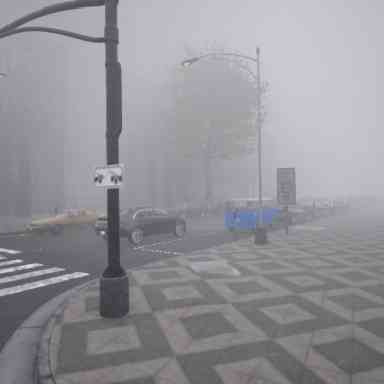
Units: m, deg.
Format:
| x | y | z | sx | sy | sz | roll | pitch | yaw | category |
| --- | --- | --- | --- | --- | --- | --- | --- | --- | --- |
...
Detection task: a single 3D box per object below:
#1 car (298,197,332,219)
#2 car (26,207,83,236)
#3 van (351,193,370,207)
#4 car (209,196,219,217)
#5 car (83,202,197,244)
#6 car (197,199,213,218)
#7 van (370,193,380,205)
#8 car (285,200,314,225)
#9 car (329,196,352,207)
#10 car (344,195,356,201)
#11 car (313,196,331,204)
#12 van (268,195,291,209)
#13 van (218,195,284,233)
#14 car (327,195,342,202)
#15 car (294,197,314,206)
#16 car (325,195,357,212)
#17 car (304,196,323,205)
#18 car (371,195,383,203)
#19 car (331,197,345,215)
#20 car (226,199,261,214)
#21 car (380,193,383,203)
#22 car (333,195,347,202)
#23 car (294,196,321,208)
| x | y | z | sx | sy | sz | roll | pitch | yaw | category |
| --- | --- | --- | --- | --- | --- | --- | --- | --- | --- |
| 9.698 | 1.386 | 27.185 | 1.887 | 1.381 | 4.507 | -1 | 0 | 36 | car |
| -6.802 | 1.564 | 18.862 | 1.752 | 1.417 | 4.829 | -1 | 0 | 36 | car |
| 22.344 | 1.128 | 44.761 | 1.690 | 1.788 | 3.998 | -1 | 0 | 36 | van |
| 2.569 | 1.307 | 31.878 | 2.192 | 1.841 | 5.009 | -1 | 0 | 36 | car |
| -2.186 | 1.429 | 15.408 | 2.128 | 1.511 | 4.902 | -1 | -1 | 36 | car |
| -0.517 | 1.552 | 27.584 | 1.887 | 1.381 | 4.507 | -1 | 0 | 36 | car |
| 28.668 | 1.103 | 53.549 | 1.690 | 1.788 | 3.998 | -1 | -1 | 36 | van |
| 6.536 | 1.422 | 22.792 | 1.947 | 1.339 | 4.313 | -1 | 0 | 36 | car |
| 21.784 | 1.376 | 48.710 | 2.033 | 1.411 | 5.357 | -1 | -1 | 36 | car |
| 39.508 | 1.402 | 83.195 | 2.008 | 1.369 | 4.403 | -1 | -1 | 36 | car |
| 24.200 | 1.454 | 61.926 | 2.008 | 1.369 | 4.403 | -1 | -1 | 36 | car |
| 11.838 | 1.293 | 44.756 | 1.690 | 1.788 | 3.998 | -1 | 0 | 36 | van |
| 3.371 | 1.213 | 18.400 | 1.690 | 1.788 | 3.998 | -1 | 0 | 36 | van |
| 29.967 | 1.433 | 69.939 | 2.008 | 1.369 | 4.403 | -1 | -1 | 36 | car |
| 18.020 | 1.492 | 53.340 | 1.947 | 1.339 | 4.313 | -1 | 0 | 36 | car |
| 16.022 | 1.364 | 35.973 | 2.008 | 1.369 | 4.403 | -1 | 0 | 36 | car |
| 21.011 | 1.440 | 57.495 | 1.752 | 1.417 | 4.829 | -1 | -1 | 36 | car |
| 34.996 | 1.304 | 62.334 | 1.947 | 1.339 | 4.313 | -1 | -1 | 36 | car |
| 12.861 | 1.409 | 31.579 | 1.802 | 1.307 | 4.206 | -1 | 0 | 36 | car |
| 5.662 | 1.529 | 36.170 | 2.008 | 1.369 | 4.403 | -1 | 0 | 36 | car |
| 31.932 | 1.275 | 58.079 | 1.752 | 1.417 | 4.829 | -1 | -1 | 36 | car |
| 33.147 | 1.416 | 74.357 | 1.887 | 1.381 | 4.507 | -1 | -1 | 36 | car |
| 15.942 | 1.387 | 45.730 | 2.128 | 1.511 | 4.902 | -1 | -1 | 36 | car |
